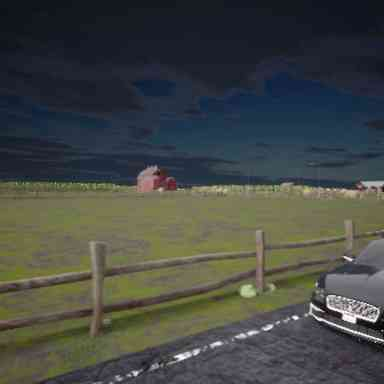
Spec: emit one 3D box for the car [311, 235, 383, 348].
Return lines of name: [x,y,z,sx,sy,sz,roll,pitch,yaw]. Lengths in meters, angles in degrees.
car: [4.156,1.519,5.988,4.892,1.490,1.837,1,0,-35]
